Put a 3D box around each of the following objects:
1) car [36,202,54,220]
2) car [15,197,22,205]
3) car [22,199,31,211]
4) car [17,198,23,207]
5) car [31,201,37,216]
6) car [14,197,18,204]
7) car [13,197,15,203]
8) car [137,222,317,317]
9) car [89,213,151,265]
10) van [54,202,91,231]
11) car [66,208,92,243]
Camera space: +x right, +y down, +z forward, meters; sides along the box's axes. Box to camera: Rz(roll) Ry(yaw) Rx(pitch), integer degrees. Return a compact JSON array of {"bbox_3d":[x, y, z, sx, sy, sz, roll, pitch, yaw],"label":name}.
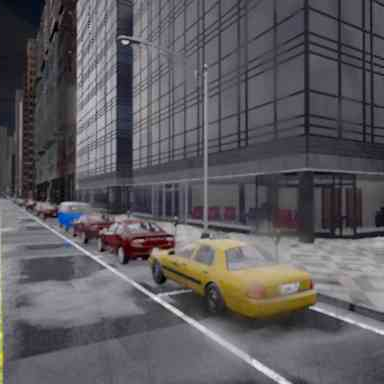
[{"bbox_3d":[-13.403,1.901,31.763,1.887,1.381,4.507,1,-1,-30],"label":"car"},{"bbox_3d":[-35.773,2.349,70.595,1.947,1.339,4.313,1,-1,-30],"label":"car"},{"bbox_3d":[-24.587,2.113,51.179,1.887,1.381,4.507,1,-1,-30],"label":"car"},{"bbox_3d":[-32.977,2.295,65.742,1.947,1.339,4.313,1,-1,-30],"label":"car"},{"bbox_3d":[-16.198,1.849,36.618,1.967,1.590,4.097,1,-1,-30],"label":"car"},{"bbox_3d":[-38.569,2.389,75.449,2.008,1.369,4.403,1,-1,-30],"label":"car"},{"bbox_3d":[-41.365,2.334,80.305,1.967,1.590,4.097,1,-1,-30],"label":"car"},{"bbox_3d":[0.494,1.619,7.640,1.752,1.417,4.829,1,-1,-30],"label":"car"},{"bbox_3d":[-2.218,1.690,12.347,1.887,1.381,4.507,1,-1,-30],"label":"car"},{"bbox_3d":[-7.809,1.592,22.057,1.690,1.788,3.998,1,-1,-30],"label":"van"},{"bbox_3d":[-5.014,1.742,17.200,1.887,1.381,4.507,1,-1,-30],"label":"car"}]
